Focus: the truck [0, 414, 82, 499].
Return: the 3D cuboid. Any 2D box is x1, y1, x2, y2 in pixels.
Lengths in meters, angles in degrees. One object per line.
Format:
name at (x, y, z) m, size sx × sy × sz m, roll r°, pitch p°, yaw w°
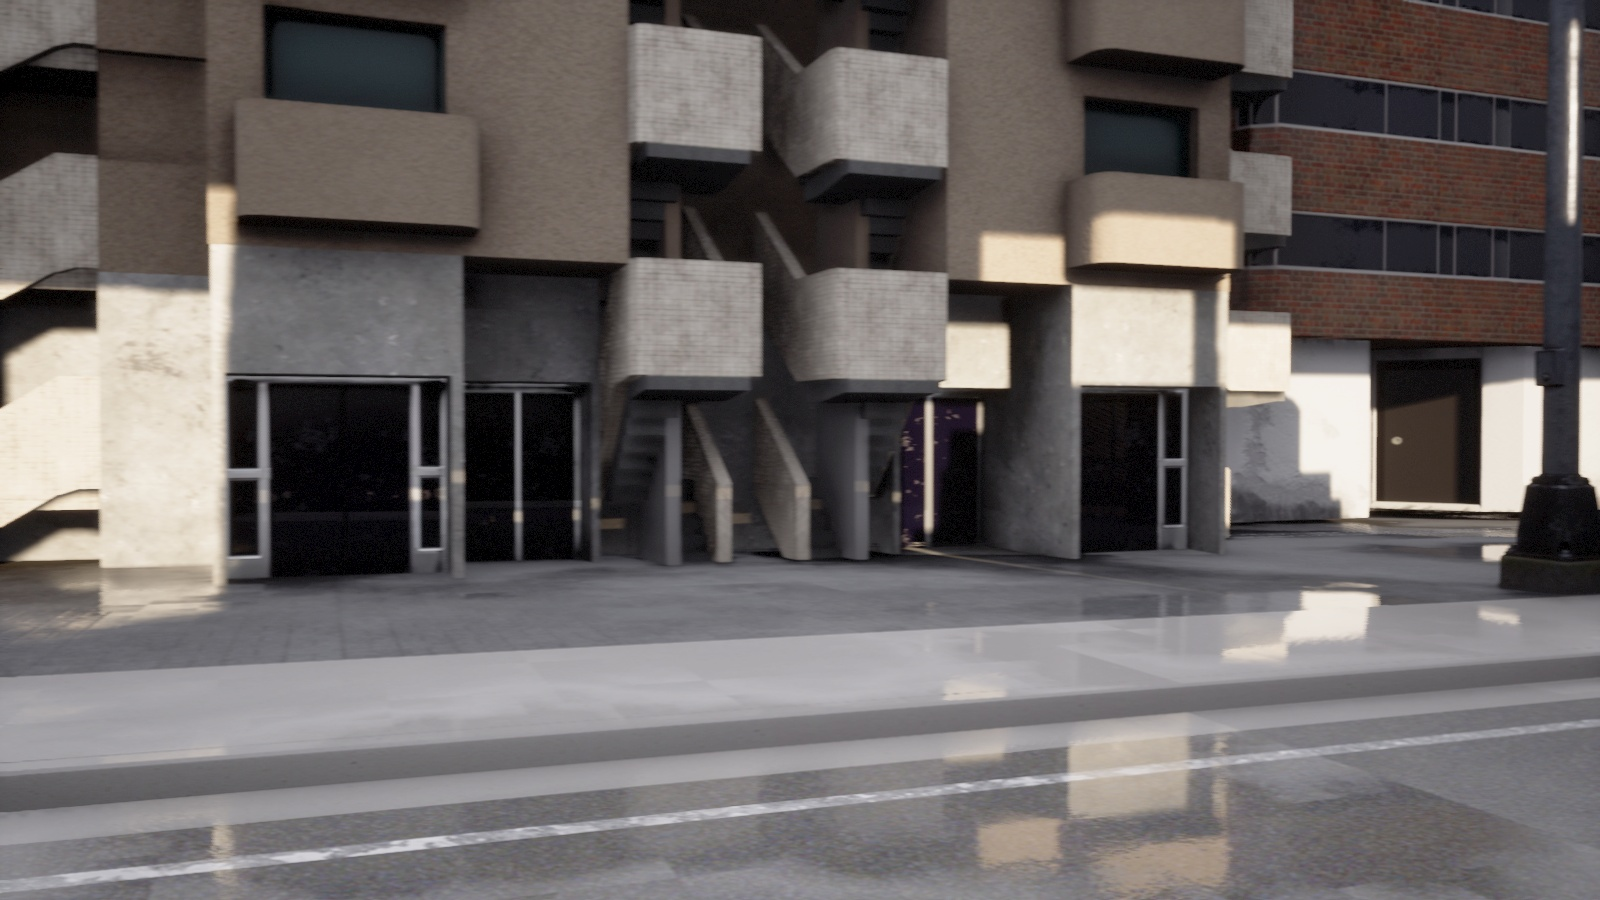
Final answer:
truck at (-37.764, 0.285, 57.162) m, size 8.468 × 3.827 × 2.891 m, roll 0°, pitch 1°, yaw -21°
